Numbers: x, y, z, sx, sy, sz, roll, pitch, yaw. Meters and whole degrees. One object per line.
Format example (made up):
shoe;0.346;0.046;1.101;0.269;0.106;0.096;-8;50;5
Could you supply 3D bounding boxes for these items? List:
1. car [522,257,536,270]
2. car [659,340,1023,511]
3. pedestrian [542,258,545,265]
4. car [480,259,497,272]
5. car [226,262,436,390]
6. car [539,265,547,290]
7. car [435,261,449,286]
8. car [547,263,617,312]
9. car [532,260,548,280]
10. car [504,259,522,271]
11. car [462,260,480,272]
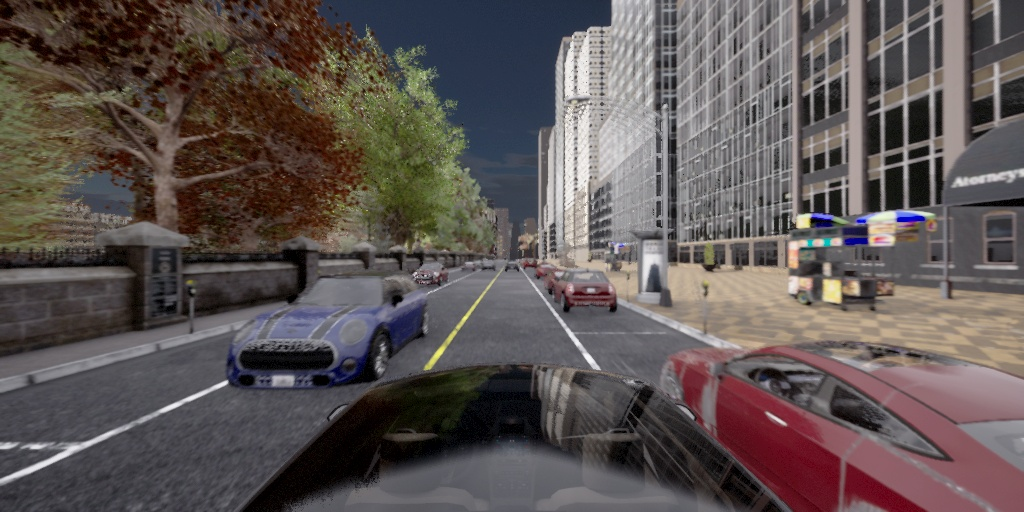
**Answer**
car;2.688;1.114;53.533;2.192;1.841;5.009;0;0;0
car;2.690;1.332;2.843;1.802;1.307;4.207;0;0;0
pedestrian;3.000;1.066;34.554;0.375;1.860;0.375;0;0;-3
car;-3.078;1.296;48.252;1.837;1.490;4.892;0;0;0
car;-3.100;1.102;7.105;2.097;1.767;4.553;0;0;0
car;2.688;1.337;19.739;1.802;1.307;4.207;0;0;0
car;-5.692;1.200;25.371;1.967;1.591;4.097;0;0;0
car;2.689;1.191;14.108;1.967;1.591;4.097;0;0;0
car;2.999;1.295;31.716;1.812;1.442;4.674;0;0;0
car;0.030;1.318;48.593;1.812;1.442;4.674;0;0;1
car;-5.692;1.373;47.900;1.802;1.307;4.207;0;0;0
